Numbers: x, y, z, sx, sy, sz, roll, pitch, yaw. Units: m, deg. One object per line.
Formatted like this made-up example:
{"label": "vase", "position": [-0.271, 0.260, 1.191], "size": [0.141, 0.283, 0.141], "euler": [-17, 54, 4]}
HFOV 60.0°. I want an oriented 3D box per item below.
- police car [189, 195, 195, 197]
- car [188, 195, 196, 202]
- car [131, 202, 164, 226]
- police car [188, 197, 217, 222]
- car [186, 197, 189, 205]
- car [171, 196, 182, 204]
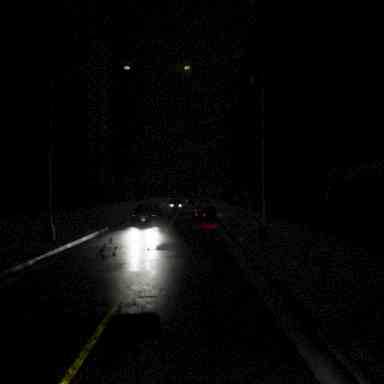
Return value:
{"label": "police car", "position": [0.883, 1.476, 42.363], "size": [1.930, 1.638, 5.238], "euler": [0, 0, 0]}
{"label": "car", "position": [-0.032, 1.462, 77.836], "size": [1.882, 1.535, 5.008], "euler": [0, 0, 0]}
{"label": "car", "position": [-3.108, 1.512, 23.702], "size": [2.128, 1.511, 4.902], "euler": [0, 0, 0]}
{"label": "police car", "position": [0.889, 1.450, 26.363], "size": [1.930, 1.638, 5.238], "euler": [0, 0, 0]}
{"label": "car", "position": [-0.025, 1.601, 62.834], "size": [1.837, 1.490, 4.892], "euler": [0, 0, 0]}
{"label": "car", "position": [-3.041, 1.585, 64.778], "size": [1.882, 1.535, 5.008], "euler": [0, 0, 0]}
